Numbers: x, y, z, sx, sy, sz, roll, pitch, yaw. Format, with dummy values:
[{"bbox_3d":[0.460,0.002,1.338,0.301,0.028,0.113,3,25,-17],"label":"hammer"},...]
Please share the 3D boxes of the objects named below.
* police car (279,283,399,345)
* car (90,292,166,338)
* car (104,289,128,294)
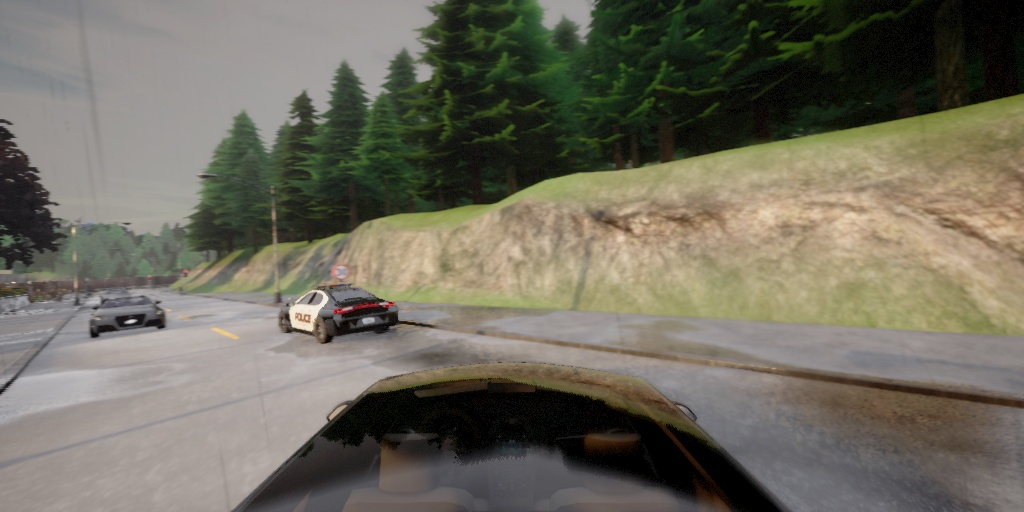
[{"bbox_3d":[-5.684,1.694,11.311,4.974,1.542,2.038,-4,-1,41],"label":"police car"},{"bbox_3d":[-15.725,2.358,14.691,4.181,1.385,1.994,-3,-1,41],"label":"car"},{"bbox_3d":[-35.111,3.647,31.834,5.357,1.411,2.033,-4,-1,42],"label":"car"}]
